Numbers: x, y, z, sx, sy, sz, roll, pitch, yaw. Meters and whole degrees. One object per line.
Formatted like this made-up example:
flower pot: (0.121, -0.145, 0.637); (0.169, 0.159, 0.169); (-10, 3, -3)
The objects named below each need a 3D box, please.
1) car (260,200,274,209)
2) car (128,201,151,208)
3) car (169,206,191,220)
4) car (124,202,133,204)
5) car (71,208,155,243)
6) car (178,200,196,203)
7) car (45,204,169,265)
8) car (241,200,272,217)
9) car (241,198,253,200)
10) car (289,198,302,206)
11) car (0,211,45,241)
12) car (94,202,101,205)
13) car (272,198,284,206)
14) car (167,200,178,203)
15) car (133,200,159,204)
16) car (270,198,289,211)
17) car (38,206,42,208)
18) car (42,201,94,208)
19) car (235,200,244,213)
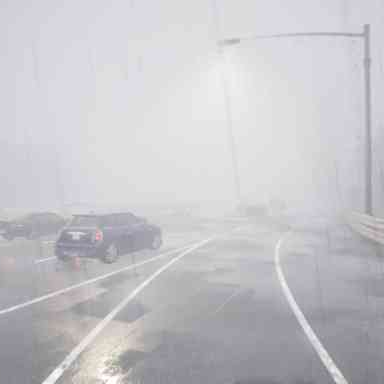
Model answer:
car: (14.422, 2.332, 64.034); (1.882, 1.535, 5.008); (0, -1, 22)
car: (-10.589, 2.501, 67.607); (2.033, 1.411, 5.357); (0, -1, 22)
car: (-1.737, 2.065, 33.957); (1.895, 1.301, 4.718); (0, -1, 23)
car: (-9.753, 2.297, 51.347); (1.994, 1.385, 4.181); (-1, -1, 23)
car: (-4.246, 1.746, 18.764); (2.128, 1.511, 4.902); (0, -1, 23)
car: (-0.419, 2.379, 64.751); (1.882, 1.535, 5.008); (0, -1, 22)
car: (-2.950, 1.517, 12.763); (2.097, 1.767, 4.553); (0, -1, 23)
car: (7.402, 1.971, 37.733); (1.882, 1.535, 5.008); (0, -1, 22)
car: (10.830, 2.091, 64.501); (2.150, 2.045, 5.566); (0, -1, 22)
car: (24.074, 2.603, 78.432); (1.994, 1.385, 4.181); (0, -1, 22)
car: (-8.253, 1.784, 18.245); (1.812, 1.442, 4.674); (0, -1, 23)
car: (-16.560, 2.255, 53.162); (1.882, 1.535, 5.008); (0, -1, 23)
car: (20.448, 2.419, 78.811); (2.097, 1.767, 4.553); (0, -1, 22)
car: (-3.747, 2.425, 65.850); (1.837, 1.490, 4.892); (0, 0, 22)
car: (-6.442, 2.061, 50.208); (2.097, 1.767, 4.553); (0, -1, 23)
car: (13.507, 1.910, 52.571); (2.150, 2.045, 5.566); (0, -1, 22)
car: (-15.908, 2.105, 36.550); (1.994, 1.385, 4.181); (-1, -1, 23)
car: (-12.854, 1.859, 34.793); (2.097, 1.767, 4.553); (-1, -1, 23)
car: (7.597, 2.177, 47.376); (2.033, 1.411, 5.357); (0, -1, 22)
